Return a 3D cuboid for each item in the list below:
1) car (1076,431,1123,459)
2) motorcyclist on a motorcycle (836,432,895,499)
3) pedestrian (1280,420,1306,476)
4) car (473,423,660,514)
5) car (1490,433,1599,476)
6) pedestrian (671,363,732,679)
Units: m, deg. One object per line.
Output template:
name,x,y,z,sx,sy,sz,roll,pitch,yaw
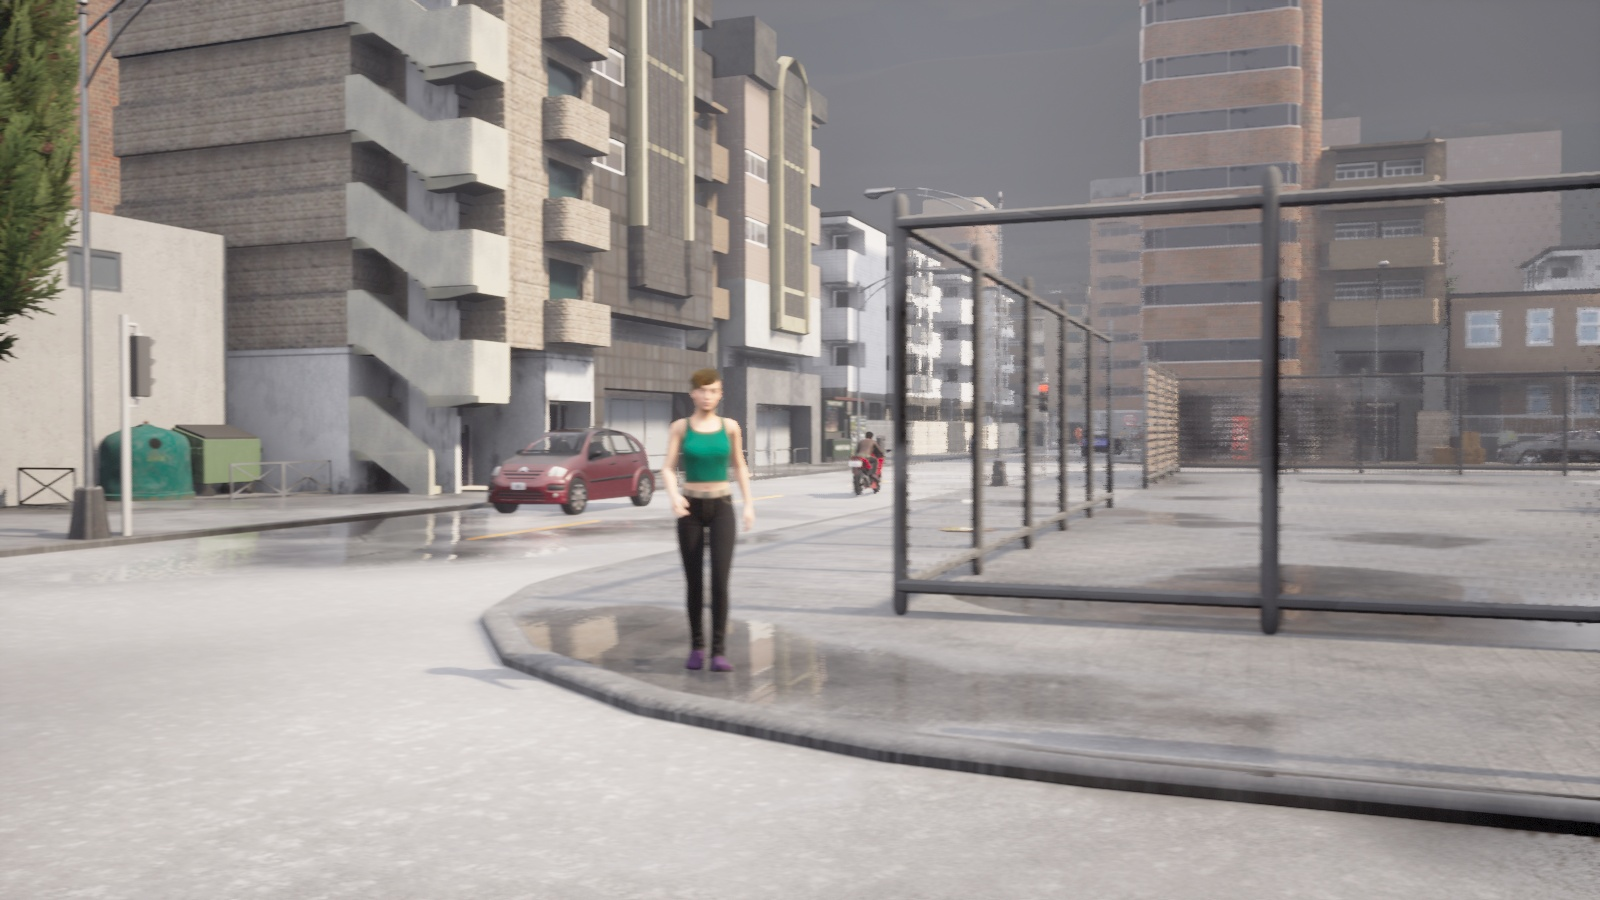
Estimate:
car,17.054,-0.324,71.260,2.007,1.525,4.514,1,1,21
motorcyclist on a motorcycle,1.559,0.329,29.536,0.797,1.523,2.044,1,1,21
pedestrian,16.246,-0.074,41.396,0.703,1.840,0.431,0,1,12
car,-4.487,0.298,24.742,1.851,1.617,3.988,1,1,20
car,28.194,0.150,45.922,4.902,1.511,2.128,1,1,19
pedestrian,-0.597,0.408,7.584,0.345,1.836,0.594,0,1,-5
